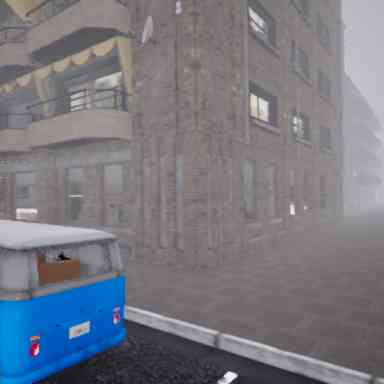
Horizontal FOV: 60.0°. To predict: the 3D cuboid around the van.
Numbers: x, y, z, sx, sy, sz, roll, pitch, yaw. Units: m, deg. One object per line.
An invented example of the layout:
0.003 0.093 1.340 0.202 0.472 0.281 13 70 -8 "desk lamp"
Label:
-2.786 1.337 4.886 3.998 1.788 1.690 0 -1 36 "van"
